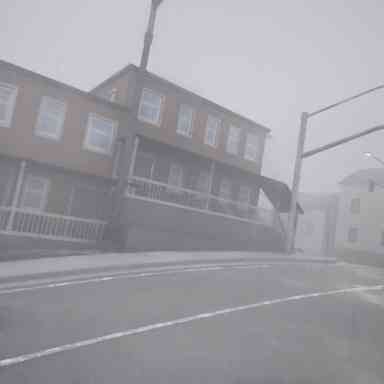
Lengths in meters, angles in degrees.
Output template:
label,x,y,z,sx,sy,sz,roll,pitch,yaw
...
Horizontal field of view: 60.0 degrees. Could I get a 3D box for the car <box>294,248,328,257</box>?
label,x,y,z,sx,sy,sz,roll,pitch,yaw
car,9.699,5.693,29.282,1.812,1.442,4.674,14,-16,-34
